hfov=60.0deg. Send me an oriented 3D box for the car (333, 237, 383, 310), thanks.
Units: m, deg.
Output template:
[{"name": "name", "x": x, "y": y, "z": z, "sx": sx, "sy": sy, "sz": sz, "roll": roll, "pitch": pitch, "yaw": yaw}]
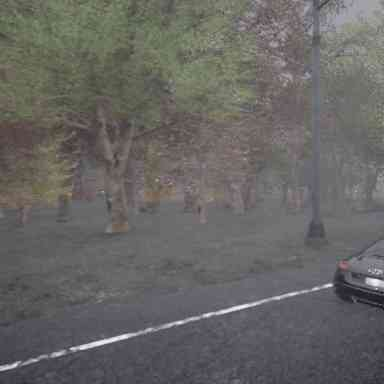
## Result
[{"name": "car", "x": 4.891, "y": 1.568, "z": 6.993, "sx": 4.181, "sy": 1.385, "sz": 1.994, "roll": 0, "pitch": 0, "yaw": -34}]
